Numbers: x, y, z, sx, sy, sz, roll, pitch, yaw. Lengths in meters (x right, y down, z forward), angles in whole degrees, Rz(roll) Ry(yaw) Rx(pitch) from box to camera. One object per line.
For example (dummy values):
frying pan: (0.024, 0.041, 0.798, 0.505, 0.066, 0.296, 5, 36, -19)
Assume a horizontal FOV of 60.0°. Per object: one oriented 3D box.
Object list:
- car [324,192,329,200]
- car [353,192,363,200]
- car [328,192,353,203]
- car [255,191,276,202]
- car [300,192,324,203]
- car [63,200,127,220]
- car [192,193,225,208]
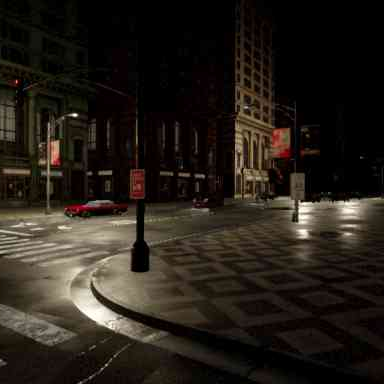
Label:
car: (23.022, 0.713, 56.650, 2.128, 1.511, 4.902, 0, 1, 35)
car: (29.634, 0.675, 60.355, 1.812, 1.442, 4.674, 0, 1, 35)
car: (22.477, 0.834, 50.280, 1.812, 1.442, 4.674, 0, 1, 36)
car: (11.460, 0.655, 51.781, 2.128, 1.511, 4.902, 0, 1, 35)
car: (17.280, 0.911, 48.569, 1.994, 1.385, 4.181, 0, 1, 35)
car: (-7.353, 1.333, 25.482, 1.895, 1.301, 4.718, 0, 1, 35)
car: (1.979, 0.879, 38.599, 2.097, 1.767, 4.553, 0, 1, 35)
